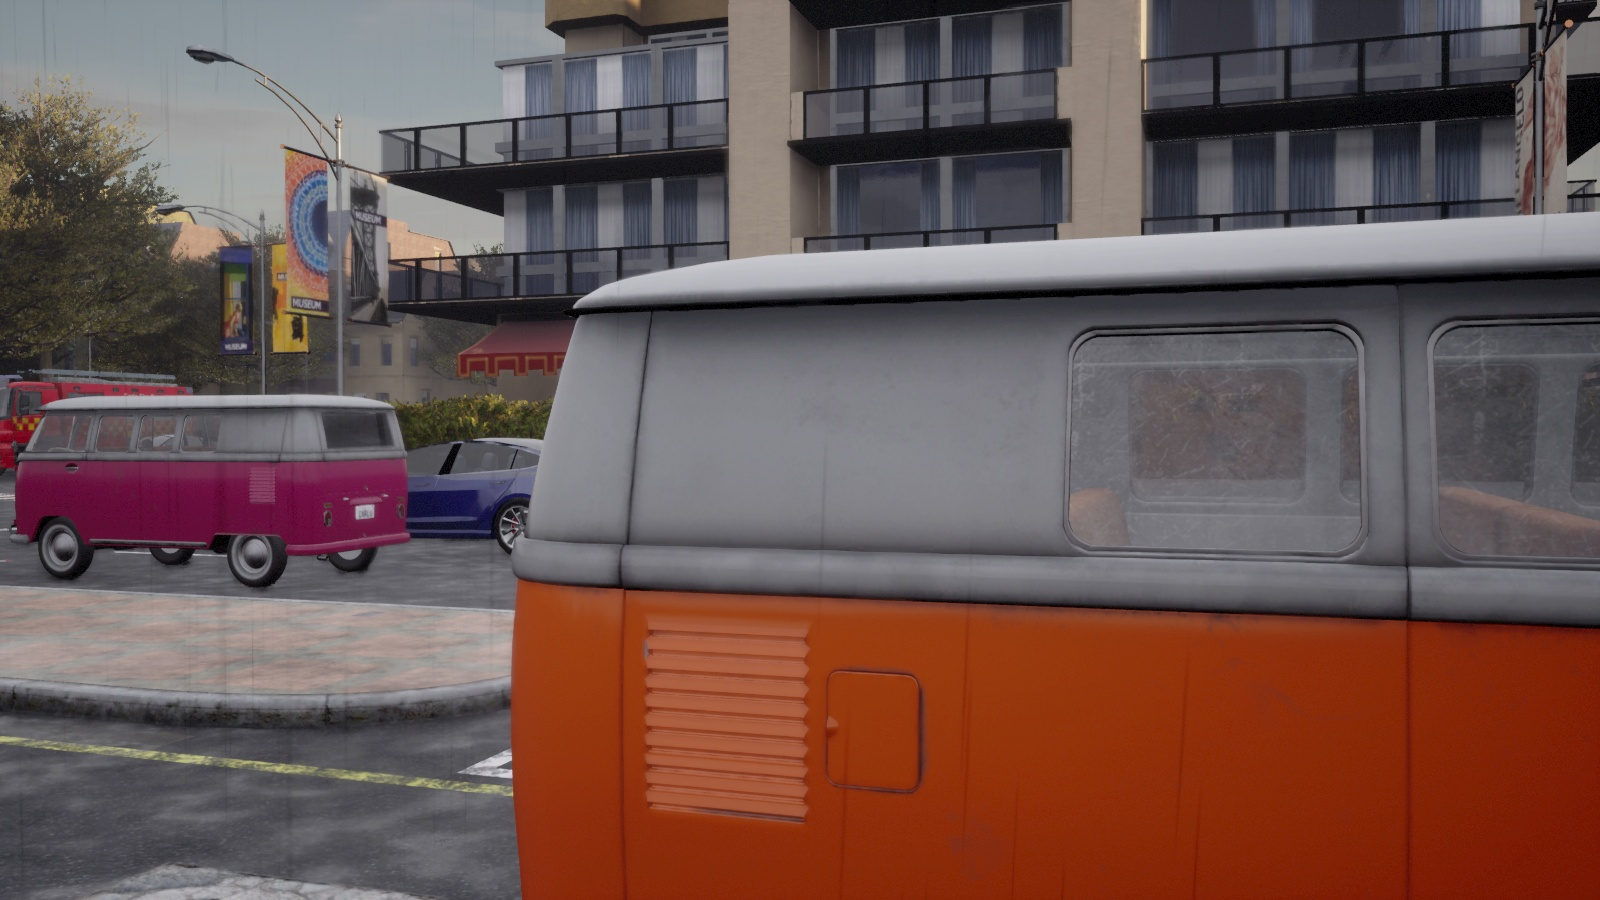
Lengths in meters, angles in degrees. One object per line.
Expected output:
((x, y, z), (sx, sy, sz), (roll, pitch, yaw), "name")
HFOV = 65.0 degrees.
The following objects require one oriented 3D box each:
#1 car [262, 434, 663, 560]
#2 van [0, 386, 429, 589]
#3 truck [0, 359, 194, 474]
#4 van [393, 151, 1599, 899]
((-4.484, 0.540, 16.834), (4.792, 1.488, 2.163), (1, 1, 19), "car")
((-6.511, 0.334, 13.820), (4.442, 1.987, 1.775), (1, 1, 19), "van")
((-26.770, -1.180, 46.298), (2.891, 3.827, 8.468), (1, 1, 18), "truck")
((1.570, 0.543, 2.661), (4.442, 1.987, 1.775), (1, 1, 19), "van")
